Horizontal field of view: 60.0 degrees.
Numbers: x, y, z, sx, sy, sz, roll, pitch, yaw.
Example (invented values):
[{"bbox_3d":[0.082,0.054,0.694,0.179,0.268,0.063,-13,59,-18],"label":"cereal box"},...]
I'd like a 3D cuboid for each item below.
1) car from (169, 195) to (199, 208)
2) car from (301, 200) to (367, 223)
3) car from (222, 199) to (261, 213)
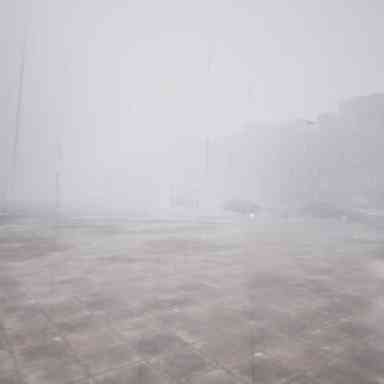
[{"bbox_3d":[-1.007,1.183,41.755,2.128,1.511,4.902,-2,2,-35],"label":"car"},{"bbox_3d":[10.646,1.420,25.251,1.837,1.490,4.892,-2,2,-35],"label":"car"},{"bbox_3d":[4.906,1.370,33.372,1.994,1.385,4.181,-2,2,-36],"label":"car"}]
